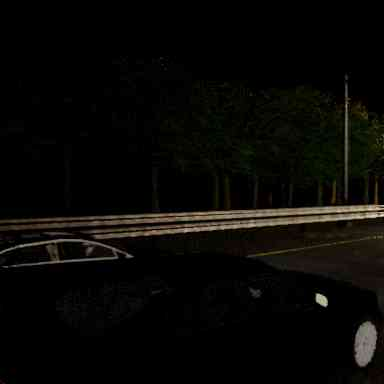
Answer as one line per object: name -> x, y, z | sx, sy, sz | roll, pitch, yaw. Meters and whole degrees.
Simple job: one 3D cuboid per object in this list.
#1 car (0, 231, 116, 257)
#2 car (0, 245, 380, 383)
car -> -2.402, 1.499, 6.333 | 4.902, 1.511, 2.128 | 0, 0, -36
car -> 0.329, 1.489, 3.983 | 5.008, 1.535, 1.882 | 0, 0, -35
